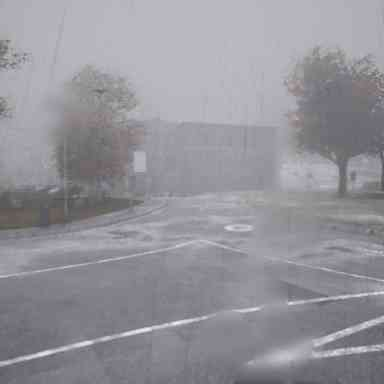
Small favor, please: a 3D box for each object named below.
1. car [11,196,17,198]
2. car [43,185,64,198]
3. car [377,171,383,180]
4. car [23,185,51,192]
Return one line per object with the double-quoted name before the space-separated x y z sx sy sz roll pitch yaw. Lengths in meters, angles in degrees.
"car" -23.797 0.022 50.331 2.435 2.045 5.566 -1 1 15
"car" -18.906 0.223 46.916 2.231 1.521 4.892 -1 1 14
"car" 48.115 -3.649 79.743 5.366 1.575 1.946 -2 7 -8
"car" -21.364 -0.002 48.571 2.435 2.045 5.566 -1 1 15
